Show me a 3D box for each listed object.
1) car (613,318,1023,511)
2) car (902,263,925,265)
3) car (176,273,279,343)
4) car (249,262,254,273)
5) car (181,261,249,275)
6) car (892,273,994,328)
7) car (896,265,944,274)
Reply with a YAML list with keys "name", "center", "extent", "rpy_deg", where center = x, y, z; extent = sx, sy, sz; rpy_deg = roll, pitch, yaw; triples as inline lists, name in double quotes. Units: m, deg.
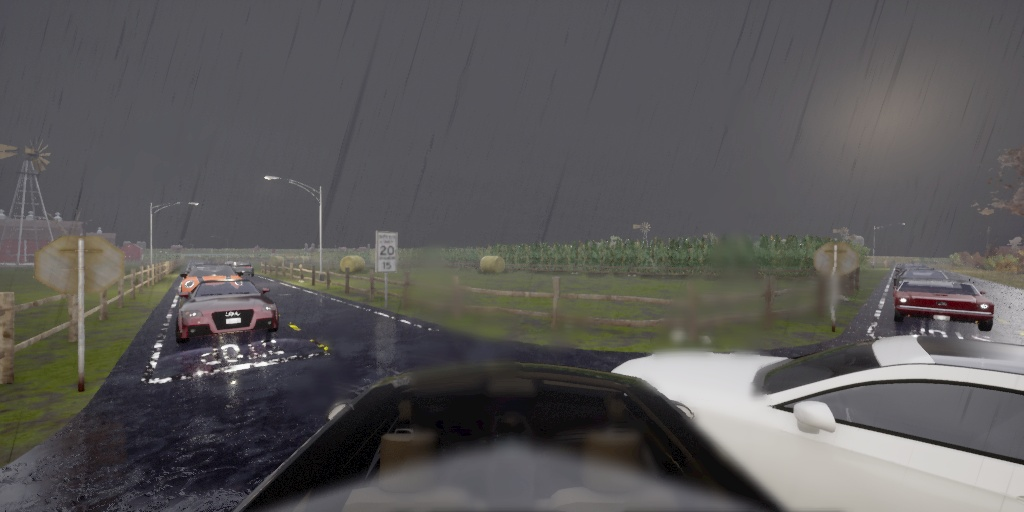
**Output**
- name: "car"
  center: [2.838, 1.294, 2.375]
  extent: [1.812, 1.442, 4.674]
  rpy_deg: [0, 1, -44]
- name: "car"
  center: [27.349, 1.398, 24.255]
  extent: [4.181, 1.385, 1.994]
  rpy_deg: [0, 1, -43]
- name: "car"
  center: [-7.941, 1.354, 9.961]
  extent: [1.994, 1.385, 4.181]
  rpy_deg: [0, 0, -43]
- name: "car"
  center: [-26.983, 1.280, 35.673]
  extent: [2.128, 1.511, 4.902]
  rpy_deg: [0, 0, -41]
- name: "car"
  center: [-13.718, 1.138, 16.444]
  extent: [2.097, 1.767, 4.553]
  rpy_deg: [0, 0, -42]
- name: "car"
  center: [13.517, 1.397, 11.437]
  extent: [4.718, 1.301, 1.895]
  rpy_deg: [0, 1, -43]
- name: "car"
  center: [20.594, 1.361, 18.000]
  extent: [5.357, 1.411, 2.033]
  rpy_deg: [0, 1, -43]
